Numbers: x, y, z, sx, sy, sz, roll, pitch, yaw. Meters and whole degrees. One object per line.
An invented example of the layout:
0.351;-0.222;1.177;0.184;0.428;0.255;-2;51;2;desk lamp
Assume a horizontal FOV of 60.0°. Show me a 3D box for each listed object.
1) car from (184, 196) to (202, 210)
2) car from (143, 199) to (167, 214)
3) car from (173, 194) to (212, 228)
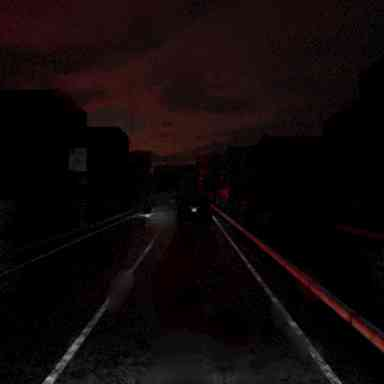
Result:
0.154;1.317;41.189;2.128;1.511;4.902;0;0;0;car
-3.533;1.416;32.415;1.994;1.385;4.181;0;0;0;car
0.129;1.112;21.538;2.150;2.045;5.566;0;0;0;car
